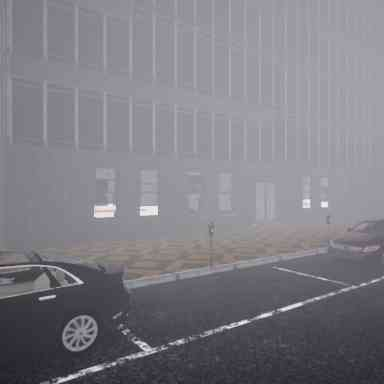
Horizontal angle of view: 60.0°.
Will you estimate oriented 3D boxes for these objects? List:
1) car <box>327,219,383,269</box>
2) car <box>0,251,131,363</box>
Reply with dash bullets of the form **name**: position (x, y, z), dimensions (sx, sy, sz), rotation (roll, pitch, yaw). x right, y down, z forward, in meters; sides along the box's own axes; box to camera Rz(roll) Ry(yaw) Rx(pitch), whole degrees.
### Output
- **car**: position (6.259, 1.582, 11.057), dimensions (4.206, 1.307, 1.802), rotation (0, 0, -36)
- **car**: position (-2.993, 1.551, 4.424), dimensions (4.403, 1.369, 2.008), rotation (0, 0, -36)
